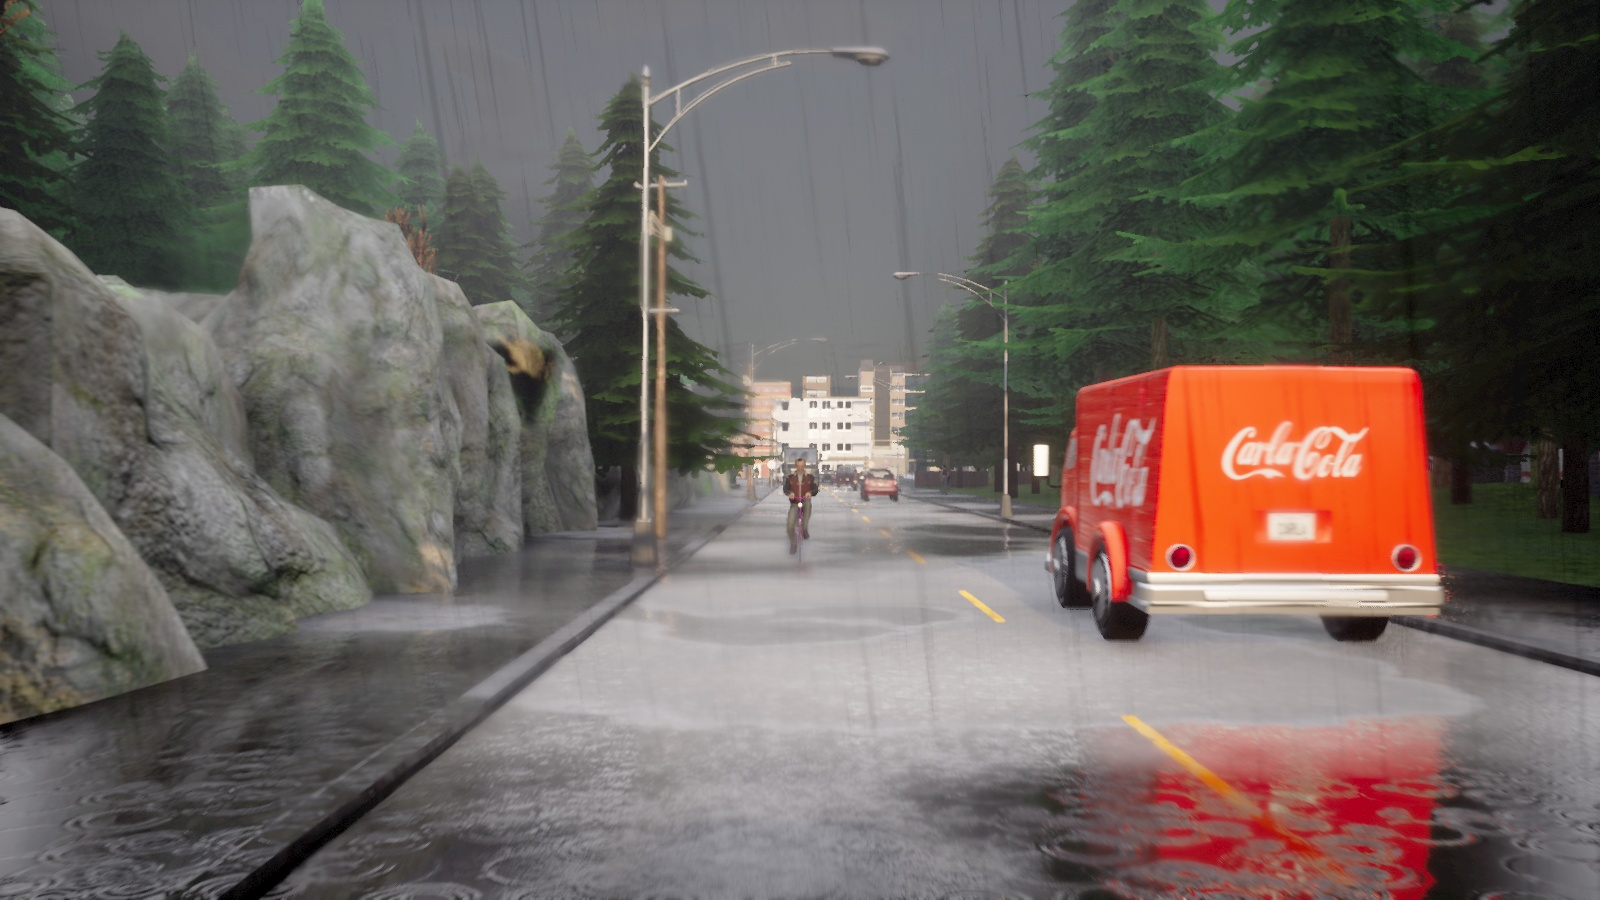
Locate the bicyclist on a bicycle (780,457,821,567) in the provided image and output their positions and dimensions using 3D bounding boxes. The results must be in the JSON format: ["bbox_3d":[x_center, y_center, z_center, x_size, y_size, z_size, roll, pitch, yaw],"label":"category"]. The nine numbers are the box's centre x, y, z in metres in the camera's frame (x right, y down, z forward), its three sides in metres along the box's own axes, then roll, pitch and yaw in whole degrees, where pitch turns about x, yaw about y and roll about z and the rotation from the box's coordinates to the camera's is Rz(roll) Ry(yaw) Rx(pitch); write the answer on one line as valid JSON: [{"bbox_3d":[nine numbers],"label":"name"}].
[{"bbox_3d":[0.012,1.012,21.226,0.659,1.776,1.843,0,-1,0],"label":"bicyclist on a bicycle"}]

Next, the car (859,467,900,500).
[{"bbox_3d":[4.072,1.701,64.919,1.851,1.617,3.988,0,-1,0],"label":"car"}]

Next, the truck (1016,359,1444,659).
[{"bbox_3d":[3.999,0.514,12.976,2.627,2.467,5.204,0,-1,0],"label":"truck"}]
